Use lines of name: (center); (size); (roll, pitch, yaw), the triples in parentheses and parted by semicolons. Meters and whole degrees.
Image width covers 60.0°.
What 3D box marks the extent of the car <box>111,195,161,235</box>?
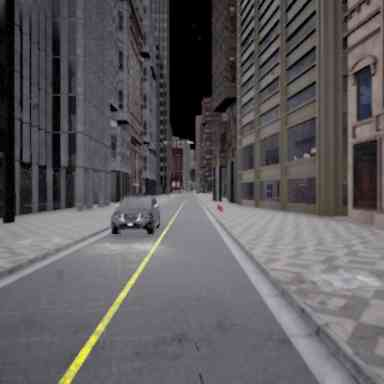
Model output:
car: (-3.031, 1.222, 19.057); (2.150, 2.045, 5.566); (0, 0, 0)
